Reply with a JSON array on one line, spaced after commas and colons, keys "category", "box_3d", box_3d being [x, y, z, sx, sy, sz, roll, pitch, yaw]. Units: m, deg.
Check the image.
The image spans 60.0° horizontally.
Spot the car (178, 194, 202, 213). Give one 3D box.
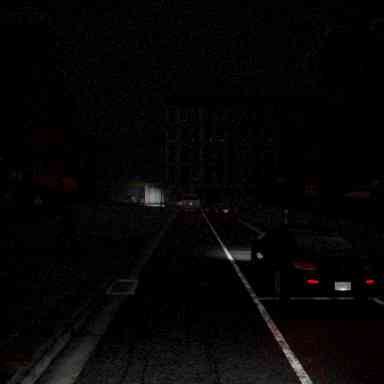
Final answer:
[{"category": "car", "box_3d": [-0.108, 1.251, 37.265, 2.150, 2.045, 5.566, 0, 0, 0]}]

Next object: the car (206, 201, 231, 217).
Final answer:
[{"category": "car", "box_3d": [2.462, 1.572, 31.880, 2.008, 1.369, 4.403, 0, 0, 0]}]

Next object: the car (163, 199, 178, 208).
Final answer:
[{"category": "car", "box_3d": [-2.321, 1.620, 48.583, 1.895, 1.301, 4.718, 1, 0, -34]}]

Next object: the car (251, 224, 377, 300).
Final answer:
[{"category": "car", "box_3d": [2.705, 1.529, 8.293, 1.812, 1.442, 4.674, 0, 0, 0]}]

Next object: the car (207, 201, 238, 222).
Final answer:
[{"category": "car", "box_3d": [2.495, 1.456, 26.376, 1.967, 1.590, 4.097, 0, 0, 0]}]

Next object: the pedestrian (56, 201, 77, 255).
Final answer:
[{"category": "pedestrian", "box_3d": [-4.184, 1.146, 11.102, 0.375, 1.860, 0.375, 0, -1, 0]}]
